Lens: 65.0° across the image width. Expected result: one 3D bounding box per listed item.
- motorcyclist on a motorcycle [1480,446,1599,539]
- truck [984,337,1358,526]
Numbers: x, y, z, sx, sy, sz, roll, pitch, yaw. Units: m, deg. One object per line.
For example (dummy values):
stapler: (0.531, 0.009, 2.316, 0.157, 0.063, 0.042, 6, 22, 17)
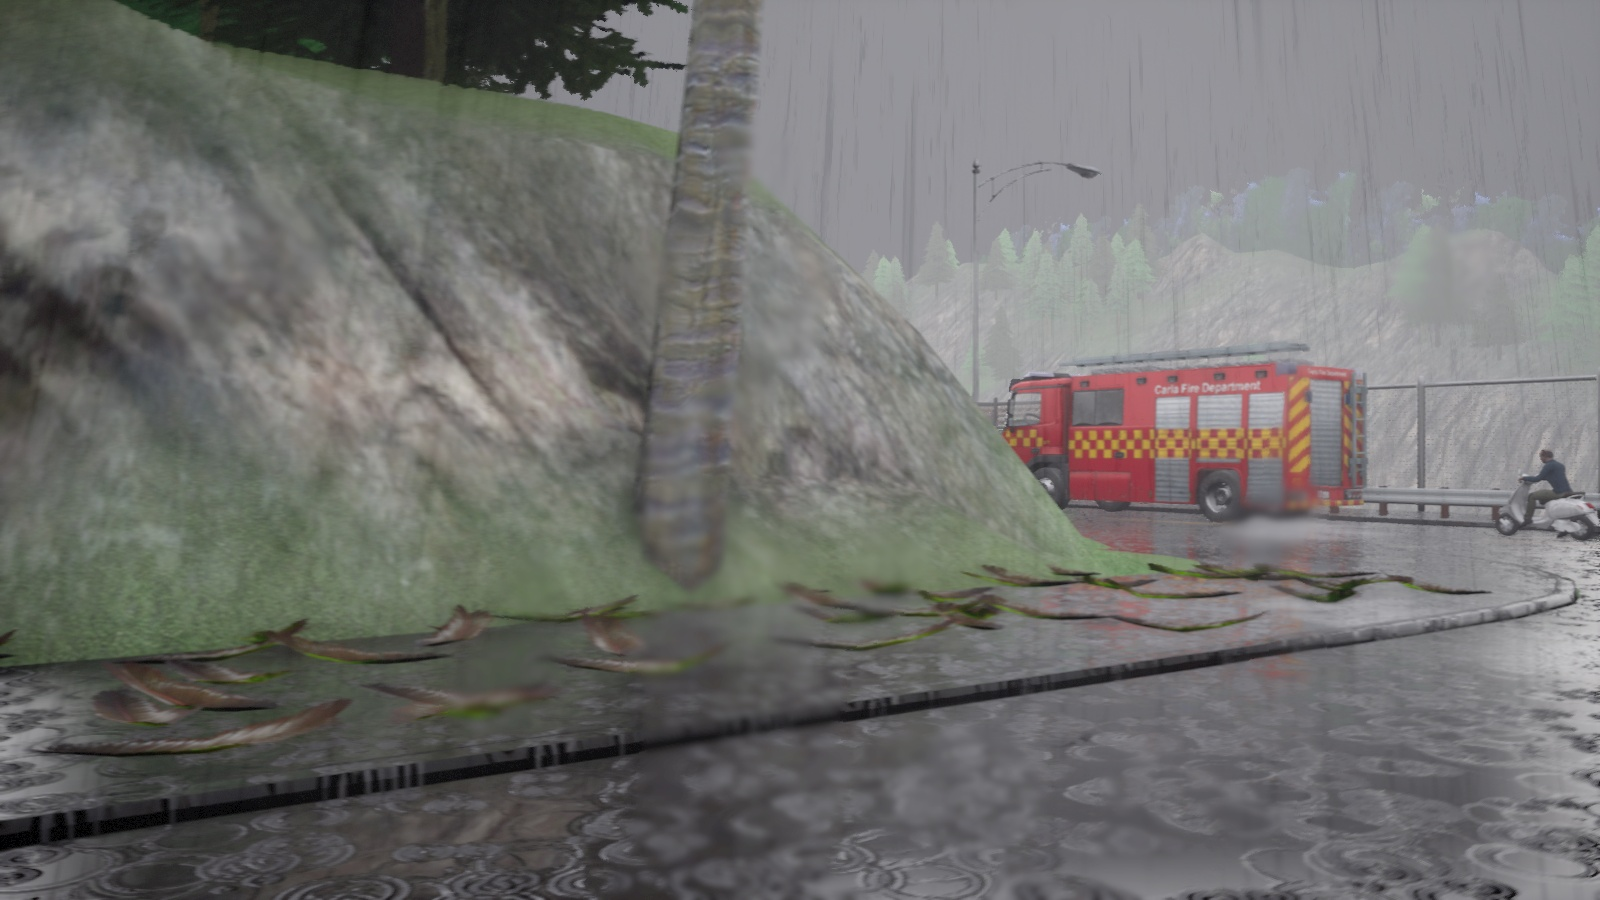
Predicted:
motorcyclist on a motorcycle: (13.252, 0.725, 22.377, 0.866, 1.590, 1.817, 0, 0, -29)
truck: (8.403, -0.365, 29.713, 2.891, 3.827, 8.468, 0, 0, -36)
